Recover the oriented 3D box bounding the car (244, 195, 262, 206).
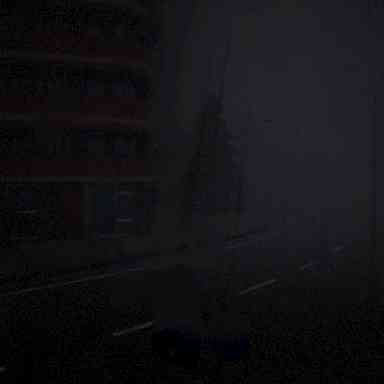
[{"bbox_3d":[8.104,1.172,48.674,1.837,1.490,4.892,-1,0,-11],"label":"car"}]

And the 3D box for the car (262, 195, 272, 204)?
[{"bbox_3d":[10.832,1.159,53.036,2.033,1.411,5.357,-1,0,-11],"label":"car"}]
